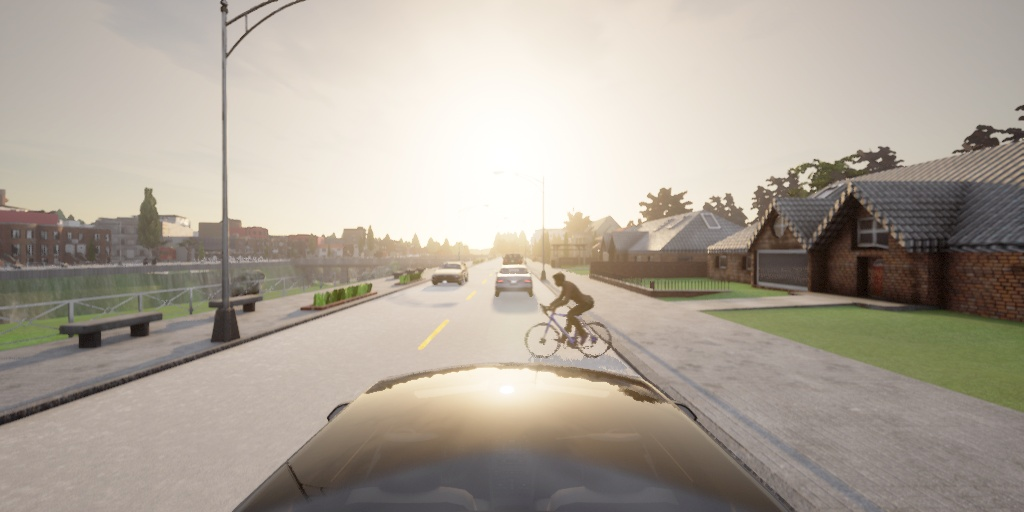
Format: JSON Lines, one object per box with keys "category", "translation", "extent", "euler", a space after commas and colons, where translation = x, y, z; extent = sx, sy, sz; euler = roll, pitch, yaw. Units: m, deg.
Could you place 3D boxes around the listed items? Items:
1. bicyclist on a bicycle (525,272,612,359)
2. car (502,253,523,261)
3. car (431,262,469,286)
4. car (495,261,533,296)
{"category": "bicyclist on a bicycle", "translation": [1.059, 1.134, 6.775], "extent": [1.656, 1.620, 0.582], "euler": [-1, 0, 0]}
{"category": "car", "translation": [0.068, 0.690, 40.142], "extent": [2.150, 2.045, 5.566], "euler": [0, -1, 0]}
{"category": "car", "translation": [-4.015, 1.139, 24.102], "extent": [2.033, 1.411, 5.357], "euler": [0, 0, 0]}
{"category": "car", "translation": [0.100, 1.178, 18.448], "extent": [2.033, 1.411, 5.357], "euler": [0, 0, 0]}
